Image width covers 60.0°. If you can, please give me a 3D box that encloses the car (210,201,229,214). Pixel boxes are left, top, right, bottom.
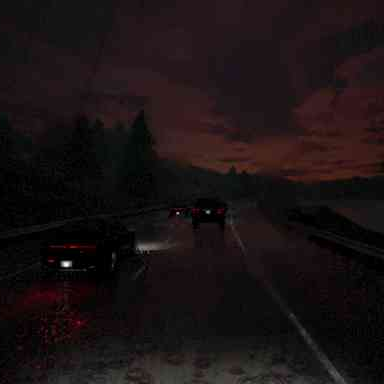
[{"bbox_3d":[3.488,1.922,41.644,2.033,1.411,5.357,0,-1,9],"label":"car"}]

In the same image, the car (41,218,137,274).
[{"bbox_3d":[-3.084,1.599,10.866,1.837,1.490,4.892,0,-1,2],"label":"car"}]

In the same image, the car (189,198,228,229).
[{"bbox_3d":[1.275,1.431,23.732,2.150,2.045,5.566,0,-1,5],"label":"car"}]

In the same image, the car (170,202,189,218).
[{"bbox_3d":[-1.048,1.812,34.535,1.837,1.490,4.892,0,-1,7],"label":"car"}]
